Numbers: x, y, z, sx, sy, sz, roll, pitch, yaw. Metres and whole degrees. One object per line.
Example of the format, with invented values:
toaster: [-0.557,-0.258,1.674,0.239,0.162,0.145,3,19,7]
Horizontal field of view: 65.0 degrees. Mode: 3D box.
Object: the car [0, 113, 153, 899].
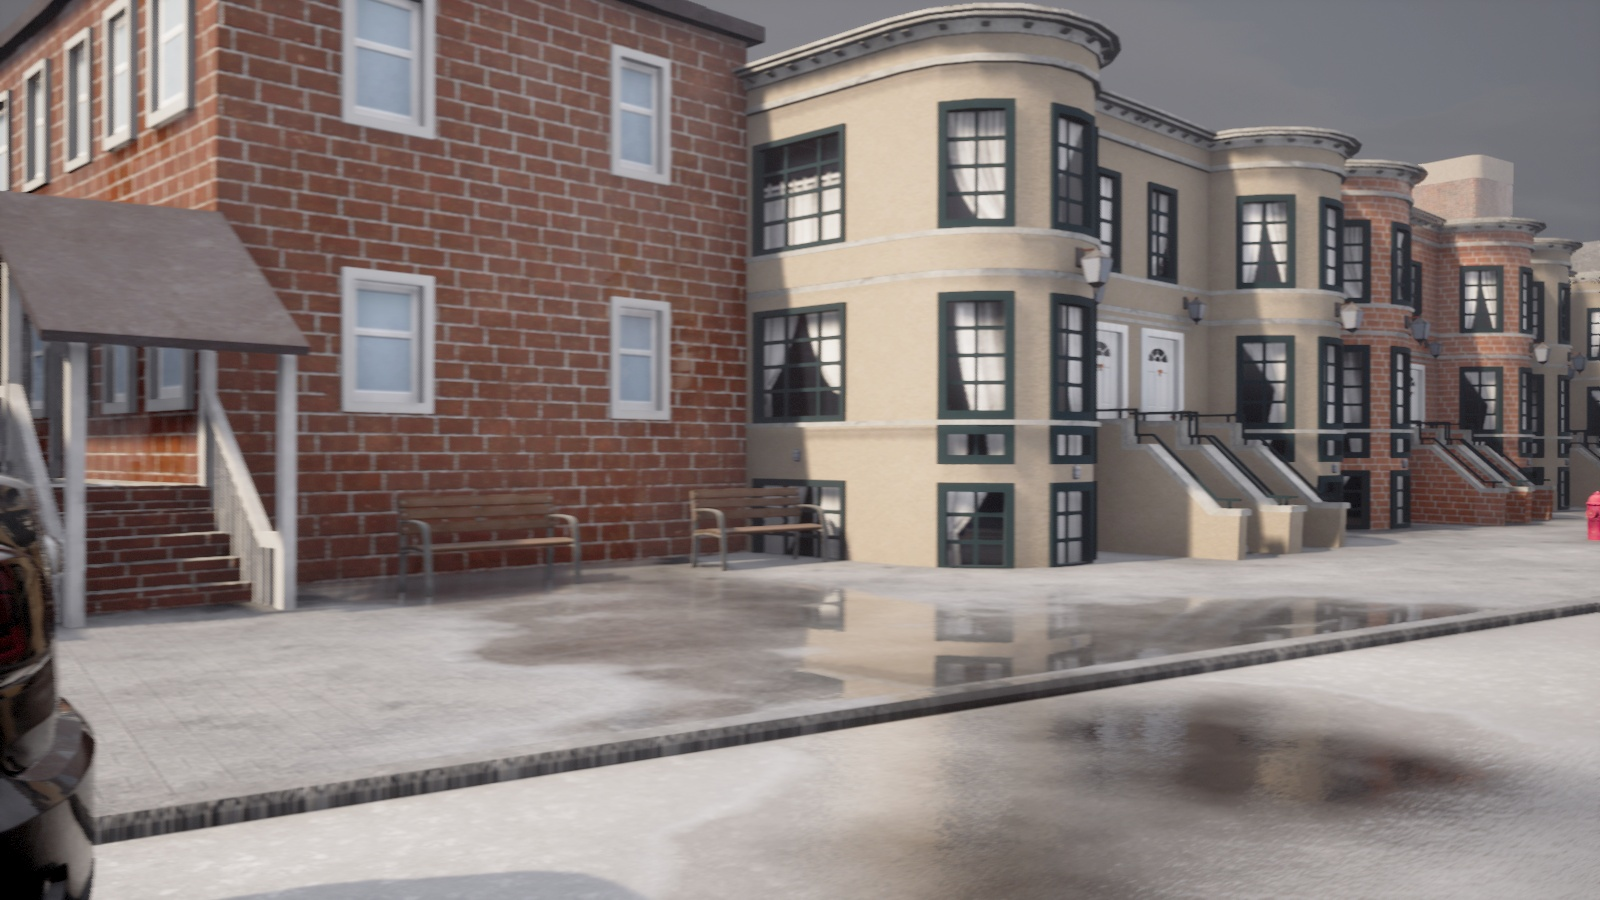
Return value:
car: [-4.020,0.476,1.471,5.566,2.045,2.150,0,0,-35]
